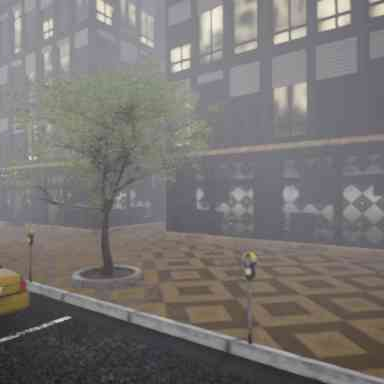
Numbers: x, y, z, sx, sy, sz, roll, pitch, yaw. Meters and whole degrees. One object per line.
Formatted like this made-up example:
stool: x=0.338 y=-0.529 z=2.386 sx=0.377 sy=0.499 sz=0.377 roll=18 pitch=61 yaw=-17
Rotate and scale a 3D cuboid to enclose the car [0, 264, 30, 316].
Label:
car: x=-5.065 y=1.589 z=6.499 sx=4.829 sy=1.417 sz=1.752 roll=-1 pitch=0 yaw=36
